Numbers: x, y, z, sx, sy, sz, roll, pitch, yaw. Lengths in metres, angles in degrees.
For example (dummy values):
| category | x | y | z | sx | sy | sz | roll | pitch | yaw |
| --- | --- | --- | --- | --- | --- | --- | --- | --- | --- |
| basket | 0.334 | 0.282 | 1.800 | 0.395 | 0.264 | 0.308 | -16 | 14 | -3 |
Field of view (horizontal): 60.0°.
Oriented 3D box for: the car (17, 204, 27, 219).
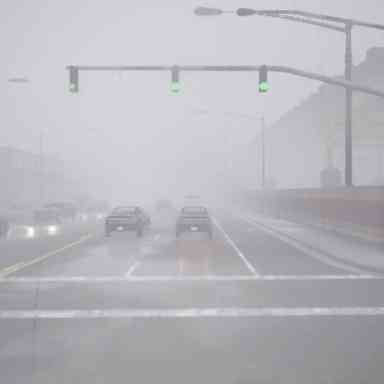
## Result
| category | x | y | z | sx | sy | sz | roll | pitch | yaw |
| --- | --- | --- | --- | --- | --- | --- | --- | --- | --- |
| car | -14.084 | 1.623 | 26.682 | 1.895 | 1.301 | 4.718 | 0 | 0 | 1 |

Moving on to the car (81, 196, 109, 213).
| category | x | y | z | sx | sy | sz | roll | pitch | yaw |
| --- | --- | --- | --- | --- | --- | --- | --- | --- | --- |
| car | -10.577 | 1.535 | 37.590 | 1.837 | 1.490 | 4.892 | 0 | 0 | 0 |

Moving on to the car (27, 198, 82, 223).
| category | x | y | z | sx | sy | sz | roll | pitch | yaw |
| --- | --- | --- | --- | --- | --- | --- | --- | --- | --- |
| car | -10.585 | 1.499 | 26.080 | 1.882 | 1.535 | 5.008 | 0 | 0 | 0 |

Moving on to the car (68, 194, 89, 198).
| category | x | y | z | sx | sy | sz | roll | pitch | yaw |
| --- | --- | --- | --- | --- | --- | --- | --- | --- | --- |
| car | -14.055 | 1.256 | 40.805 | 2.150 | 2.045 | 5.566 | 0 | 0 | 1 |

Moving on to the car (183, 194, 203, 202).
| category | x | y | z | sx | sy | sz | roll | pitch | yaw |
| --- | --- | --- | --- | --- | --- | --- | --- | --- | --- |
| car | 0.102 | 1.254 | 40.403 | 2.150 | 2.045 | 5.566 | 0 | 0 | 0 |

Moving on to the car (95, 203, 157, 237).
| category | x | y | z | sx | sy | sz | roll | pitch | yaw |
| --- | --- | --- | --- | --- | --- | --- | --- | --- | --- |
| car | -3.399 | 1.506 | 18.208 | 2.128 | 1.511 | 4.902 | 0 | 0 | 0 |

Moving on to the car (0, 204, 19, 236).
| category | x | y | z | sx | sy | sz | roll | pitch | yaw |
| --- | --- | --- | --- | --- | --- | --- | --- | --- | --- |
| car | -10.591 | 1.539 | 15.983 | 1.812 | 1.442 | 4.674 | 0 | 0 | 0 |

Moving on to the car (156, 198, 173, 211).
| category | x | y | z | sx | sy | sz | roll | pitch | yaw |
| --- | --- | --- | --- | --- | --- | --- | --- | --- | --- |
| car | -3.398 | 1.538 | 41.022 | 1.837 | 1.490 | 4.892 | 0 | 0 | 0 |

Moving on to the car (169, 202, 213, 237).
| category | x | y | z | sx | sy | sz | roll | pitch | yaw |
| --- | --- | --- | --- | --- | --- | --- | --- | --- | --- |
| car | 0.101 | 1.506 | 18.022 | 2.128 | 1.511 | 4.902 | 0 | 0 | 0 |
